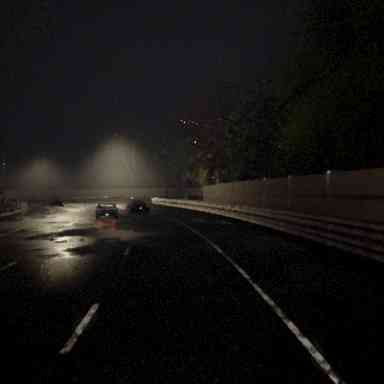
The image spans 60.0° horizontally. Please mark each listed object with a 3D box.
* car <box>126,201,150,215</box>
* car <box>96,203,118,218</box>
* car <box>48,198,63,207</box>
[{"bbox_3d":[-5.814,1.617,35.573,1.994,1.385,4.181,-1,0,-18],"label":"car"},{"bbox_3d":[-8.016,1.680,31.064,1.895,1.301,4.718,-1,0,-16],"label":"car"},{"bbox_3d":[-22.952,1.762,55.919,1.812,1.442,4.674,0,0,-31],"label":"car"}]
